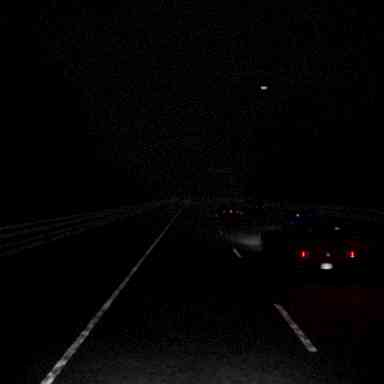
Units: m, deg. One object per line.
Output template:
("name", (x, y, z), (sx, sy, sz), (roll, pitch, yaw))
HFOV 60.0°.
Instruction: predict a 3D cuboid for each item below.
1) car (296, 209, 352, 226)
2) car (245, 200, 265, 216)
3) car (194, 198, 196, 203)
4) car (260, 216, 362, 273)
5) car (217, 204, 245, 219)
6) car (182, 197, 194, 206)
("car", (7.112, 1.677, 18.760), (1.882, 1.535, 5.008), (0, -1, 0))
("car", (7.125, 1.764, 38.896), (2.097, 1.767, 4.553), (0, -1, 0))
("car", (0.061, 2.453, 93.452), (1.837, 1.490, 4.892), (0, -1, 0))
("car", (3.608, 1.720, 11.123), (1.895, 1.301, 4.718), (0, -1, 0))
("car", (3.621, 1.902, 33.465), (2.033, 1.411, 5.357), (0, -1, 0))
("car", (-1.176, 2.052, 75.485), (2.150, 2.045, 5.566), (0, -1, 0))
